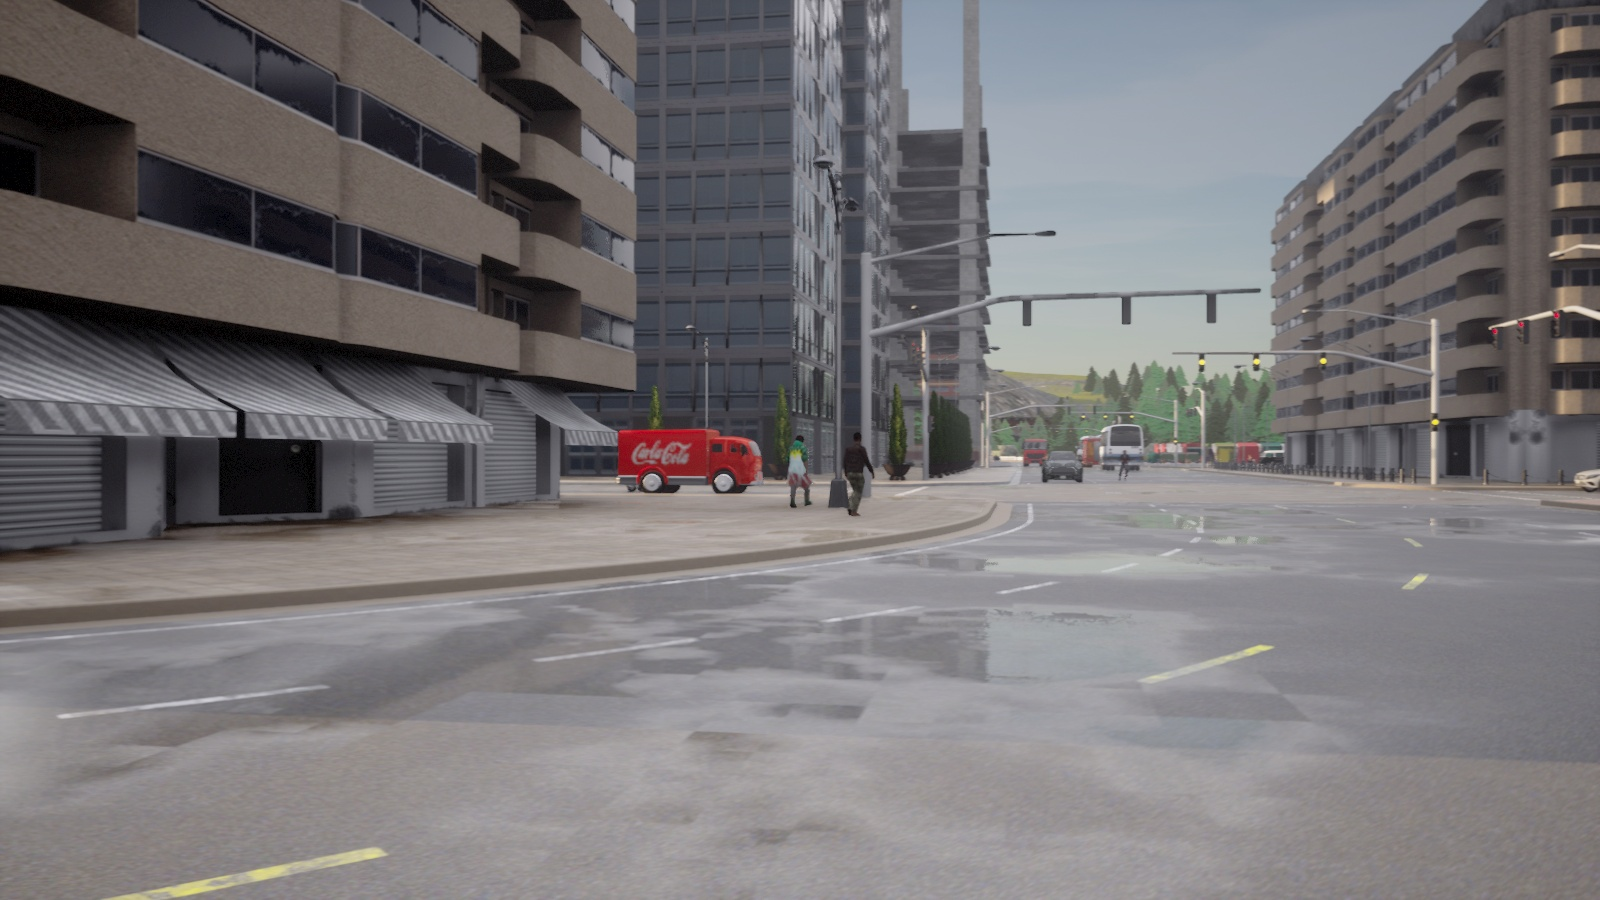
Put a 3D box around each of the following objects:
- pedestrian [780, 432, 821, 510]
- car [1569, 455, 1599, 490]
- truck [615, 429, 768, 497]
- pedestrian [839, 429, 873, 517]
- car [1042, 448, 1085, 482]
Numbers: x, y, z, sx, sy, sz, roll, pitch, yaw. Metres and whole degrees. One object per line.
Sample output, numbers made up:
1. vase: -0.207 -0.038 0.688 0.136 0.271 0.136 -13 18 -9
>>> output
1. pedestrian: 0.015 0.518 31.854 0.659 1.952 0.873 0 0 34
2. car: 34.225 0.903 51.053 4.674 1.442 1.812 0 0 10
3. truck: -4.014 0.482 47.116 5.204 2.467 2.627 0 0 10
4. pedestrian: 1.183 0.485 26.671 0.431 1.840 0.703 0 0 32
5. car: 14.076 0.790 67.285 2.097 1.767 4.553 0 0 10
